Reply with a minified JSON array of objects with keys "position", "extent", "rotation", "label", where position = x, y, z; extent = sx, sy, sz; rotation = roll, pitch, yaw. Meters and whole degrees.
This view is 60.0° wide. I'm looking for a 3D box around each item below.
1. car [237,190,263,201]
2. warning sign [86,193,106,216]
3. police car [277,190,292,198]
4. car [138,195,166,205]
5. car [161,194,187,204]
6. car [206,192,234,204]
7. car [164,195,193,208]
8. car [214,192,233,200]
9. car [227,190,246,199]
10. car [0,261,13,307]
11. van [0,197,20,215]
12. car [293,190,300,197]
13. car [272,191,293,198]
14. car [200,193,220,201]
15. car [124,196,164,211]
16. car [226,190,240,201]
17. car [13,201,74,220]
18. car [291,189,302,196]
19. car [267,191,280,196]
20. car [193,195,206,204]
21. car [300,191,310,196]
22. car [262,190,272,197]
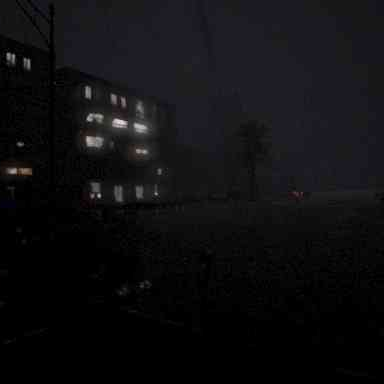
[{"position":[10.454,0.918,59.540],"extent":[1.752,1.417,4.829],"rotation":[1,1,35],"label":"car"},{"position":[-8.193,1.066,28.422],"extent":[1.300,1.860,1.060],"rotation":[-1,-1,35],"label":"warning sign"},{"position":[22.374,0.456,80.338],"extent":[1.930,1.638,5.238],"rotation":[0,1,32],"label":"police car"},{"position":[-6.034,1.229,50.422],"extent":[1.947,1.339,4.313],"rotation":[1,1,35],"label":"car"},{"position":[-2.868,1.127,55.003],"extent":[2.008,1.369,4.403],"rotation":[1,1,35],"label":"car"},{"position":[4.025,1.118,50.238],"extent":[2.008,1.369,4.403],"rotation":[1,1,35],"label":"car"},{"position":[-2.307,1.290,41.074],"extent":[2.008,1.369,4.403],"rotation":[1,1,35],"label":"car"},{"position":[6.533,0.848,68.607],"extent":[1.752,1.417,4.829],"rotation":[1,1,35],"label":"car"},{"position":[9.797,0.550,73.324],"extent":[2.192,1.841,5.009],"rotation":[1,1,35],"label":"car"},{"position":[-5.385,1.620,6.700],"extent":[4.507,1.381,1.887],"rotation":[-1,0,35],"label":"car"},{"position":[-18.698,1.351,32.092],"extent":[1.690,1.788,3.998],"rotation":[1,1,35],"label":"van"},{"position":[23.021,0.606,77.726],"extent":[2.008,1.369,4.403],"rotation":[1,1,35],"label":"car"},{"position":[19.856,0.691,73.146],"extent":[2.008,1.369,4.403],"rotation":[1,1,35],"label":"car"},{"position":[3.464,0.971,64.167],"extent":[1.947,1.339,4.313],"rotation":[1,1,35],"label":"car"},{"position":[-5.474,1.371,36.493],"extent":[1.887,1.381,4.507],"rotation":[1,1,35],"label":"car"},{"position":[7.956,0.619,60.678],"extent":[2.150,2.045,5.566],"rotation":[0,1,35],"label":"car"},{"position":[-11.805,1.566,27.332],"extent":[1.947,1.339,4.313],"rotation":[1,1,35],"label":"car"},{"position":[27.805,0.234,88.475],"extent":[2.097,1.767,4.553],"rotation":[0,1,28],"label":"car"},{"position":[22.460,0.441,91.654],"extent":[1.887,1.381,4.507],"rotation":[1,1,35],"label":"car"},{"position":[-0.288,1.153,48.742],"extent":[1.812,1.442,4.674],"rotation":[0,1,35],"label":"car"},{"position":[29.353,0.327,86.887],"extent":[1.967,1.590,4.097],"rotation":[1,1,35],"label":"car"},{"position":[19.294,0.296,87.068],"extent":[2.192,1.841,5.009],"rotation":[1,1,35],"label":"car"}]
